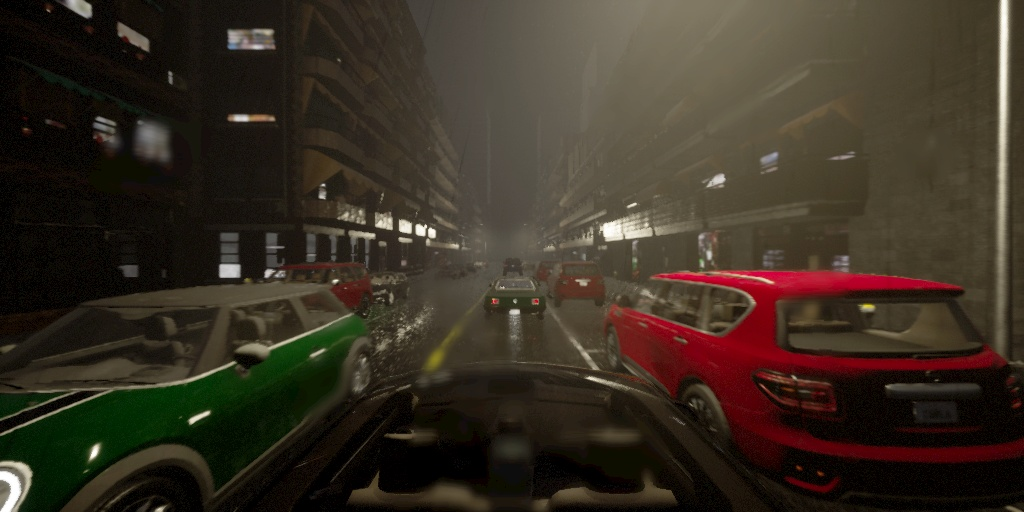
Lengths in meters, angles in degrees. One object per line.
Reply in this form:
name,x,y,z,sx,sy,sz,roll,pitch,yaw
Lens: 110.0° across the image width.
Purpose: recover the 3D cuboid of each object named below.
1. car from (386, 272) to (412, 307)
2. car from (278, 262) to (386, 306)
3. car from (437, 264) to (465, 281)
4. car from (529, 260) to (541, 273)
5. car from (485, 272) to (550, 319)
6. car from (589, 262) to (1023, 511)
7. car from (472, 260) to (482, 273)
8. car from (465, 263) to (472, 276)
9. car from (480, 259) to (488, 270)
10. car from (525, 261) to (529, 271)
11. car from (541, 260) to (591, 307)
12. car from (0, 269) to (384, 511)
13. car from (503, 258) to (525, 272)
car,-5.698,1.386,15.878,2.007,1.370,4.403,0,0,0
car,-5.681,1.116,10.275,2.192,1.841,5.009,0,0,0
car,-5.691,1.519,32.683,1.802,1.307,4.207,0,0,0
car,2.690,1.217,27.053,2.192,1.841,5.009,0,0,0
car,0.102,1.419,13.073,1.895,1.301,4.718,0,0,0
car,2.690,1.082,4.645,2.192,1.841,5.009,0,0,0
car,-5.690,1.590,49.489,2.007,1.370,4.403,0,0,0
car,-5.691,1.553,38.285,1.802,1.307,4.207,0,0,0
car,-5.690,1.658,60.693,2.007,1.370,4.403,0,0,0
car,2.690,1.598,55.232,1.751,1.417,4.829,0,0,0
car,2.690,1.150,15.849,2.192,1.841,5.009,0,0,0
car,-3.100,1.112,3.353,2.097,1.767,4.553,0,0,0
car,0.102,1.218,42.571,2.150,2.045,5.566,0,0,0
